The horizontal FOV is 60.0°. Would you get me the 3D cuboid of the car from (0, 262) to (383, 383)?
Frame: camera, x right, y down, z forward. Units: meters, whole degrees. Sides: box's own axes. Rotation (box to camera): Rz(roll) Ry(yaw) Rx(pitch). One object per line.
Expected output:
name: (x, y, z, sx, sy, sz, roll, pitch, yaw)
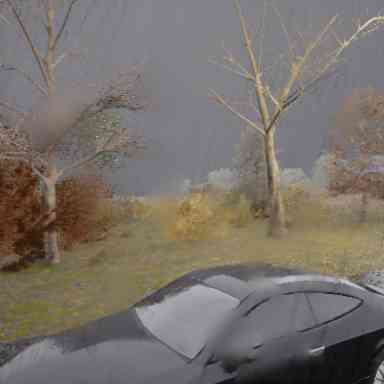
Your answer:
car: (0.441, 1.579, 3.556, 4.674, 1.442, 1.812, 0, -1, -28)
